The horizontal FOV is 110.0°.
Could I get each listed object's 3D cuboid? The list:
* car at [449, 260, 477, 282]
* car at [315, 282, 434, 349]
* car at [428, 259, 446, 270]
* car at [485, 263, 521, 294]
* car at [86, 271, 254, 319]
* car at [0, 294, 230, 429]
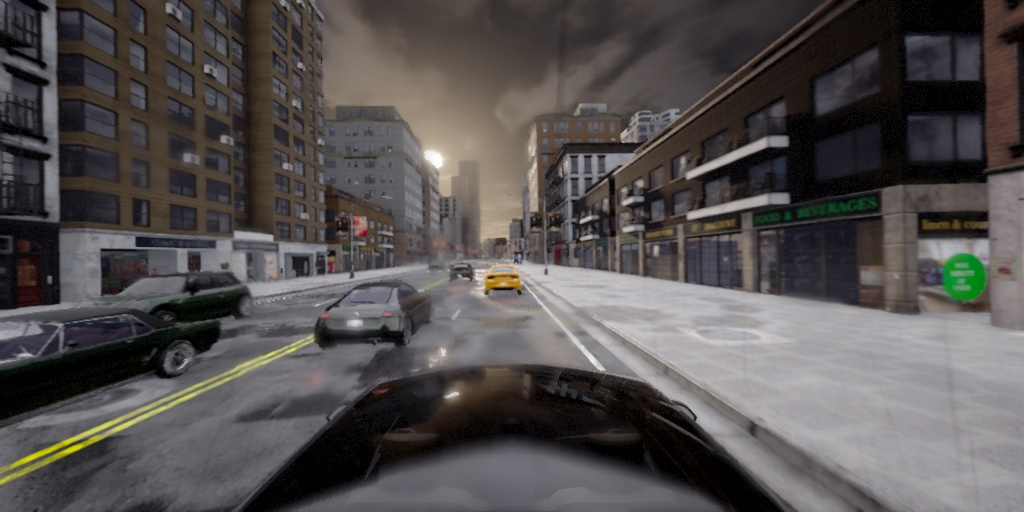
[{"bbox_3d":[-4.129,1.330,30.341,1.837,1.490,4.892,-1,0,-2],"label":"car"},{"bbox_3d":[-3.354,1.376,9.501,1.994,1.385,4.181,-1,0,-2],"label":"car"},{"bbox_3d":[-11.686,1.339,55.961,2.097,1.767,4.553,-1,0,-2],"label":"car"},{"bbox_3d":[-0.527,1.236,20.487,1.882,1.535,5.008,-1,0,-2],"label":"car"},{"bbox_3d":[-10.106,1.292,10.704,2.097,1.767,4.553,-1,0,-2],"label":"car"},{"bbox_3d":[-6.633,1.475,4.855,1.895,1.301,4.718,-1,0,-2],"label":"car"}]
